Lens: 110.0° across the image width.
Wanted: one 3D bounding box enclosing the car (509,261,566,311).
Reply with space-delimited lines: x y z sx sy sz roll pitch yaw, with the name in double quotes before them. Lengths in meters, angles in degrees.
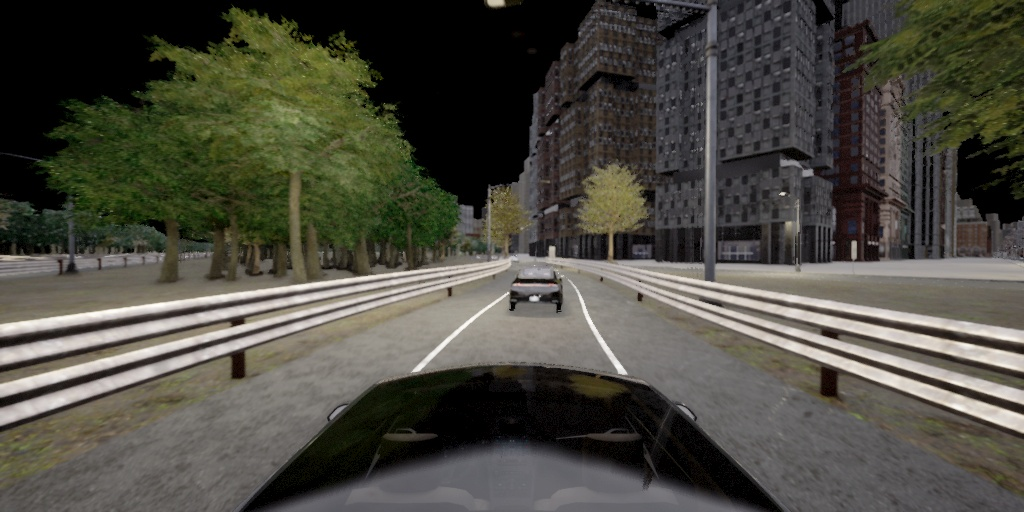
"car" 1.028 1.140 13.910 2.128 1.511 4.902 0 0 7
